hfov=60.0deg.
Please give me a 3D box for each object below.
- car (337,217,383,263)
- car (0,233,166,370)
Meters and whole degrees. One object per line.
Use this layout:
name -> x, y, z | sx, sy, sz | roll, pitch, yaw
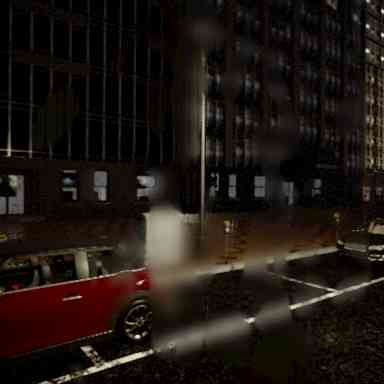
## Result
car -> 6.690, 1.560, 11.320 | 4.403, 1.369, 2.008 | 0, 1, -35
car -> -2.498, 1.441, 4.767 | 4.097, 1.590, 1.967 | 0, 0, -35
